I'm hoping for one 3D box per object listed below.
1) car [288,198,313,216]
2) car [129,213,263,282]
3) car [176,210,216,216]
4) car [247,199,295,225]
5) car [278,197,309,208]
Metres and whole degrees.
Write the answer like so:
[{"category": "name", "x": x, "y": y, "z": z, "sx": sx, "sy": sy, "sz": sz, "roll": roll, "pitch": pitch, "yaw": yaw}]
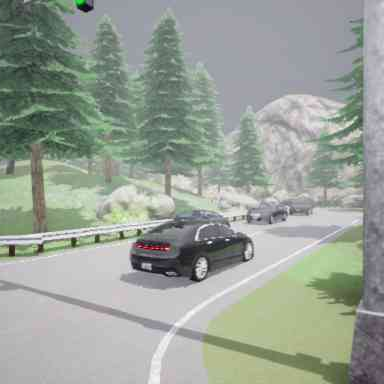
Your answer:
[{"category": "car", "x": 11.054, "y": 1.527, "z": 33.511, "sx": 1.837, "sy": 1.490, "sz": 4.892, "roll": 0, "pitch": 0, "yaw": 26}, {"category": "car", "x": 0.245, "y": 1.587, "z": 9.978, "sx": 1.837, "sy": 1.490, "sz": 4.892, "roll": 0, "pitch": -1, "yaw": 33}, {"category": "car", "x": 0.222, "y": 1.578, "z": 16.507, "sx": 1.994, "sy": 1.385, "sz": 4.181, "roll": 0, "pitch": 0, "yaw": 33}, {"category": "car", "x": 5.673, "y": 1.510, "z": 24.825, "sx": 2.128, "sy": 1.511, "sz": 4.902, "roll": 0, "pitch": 0, "yaw": 33}, {"category": "car", "x": 15.447, "y": 1.585, "z": 50.920, "sx": 1.812, "sy": 1.442, "sz": 4.674, "roll": 1, "pitch": -1, "yaw": -29}]
